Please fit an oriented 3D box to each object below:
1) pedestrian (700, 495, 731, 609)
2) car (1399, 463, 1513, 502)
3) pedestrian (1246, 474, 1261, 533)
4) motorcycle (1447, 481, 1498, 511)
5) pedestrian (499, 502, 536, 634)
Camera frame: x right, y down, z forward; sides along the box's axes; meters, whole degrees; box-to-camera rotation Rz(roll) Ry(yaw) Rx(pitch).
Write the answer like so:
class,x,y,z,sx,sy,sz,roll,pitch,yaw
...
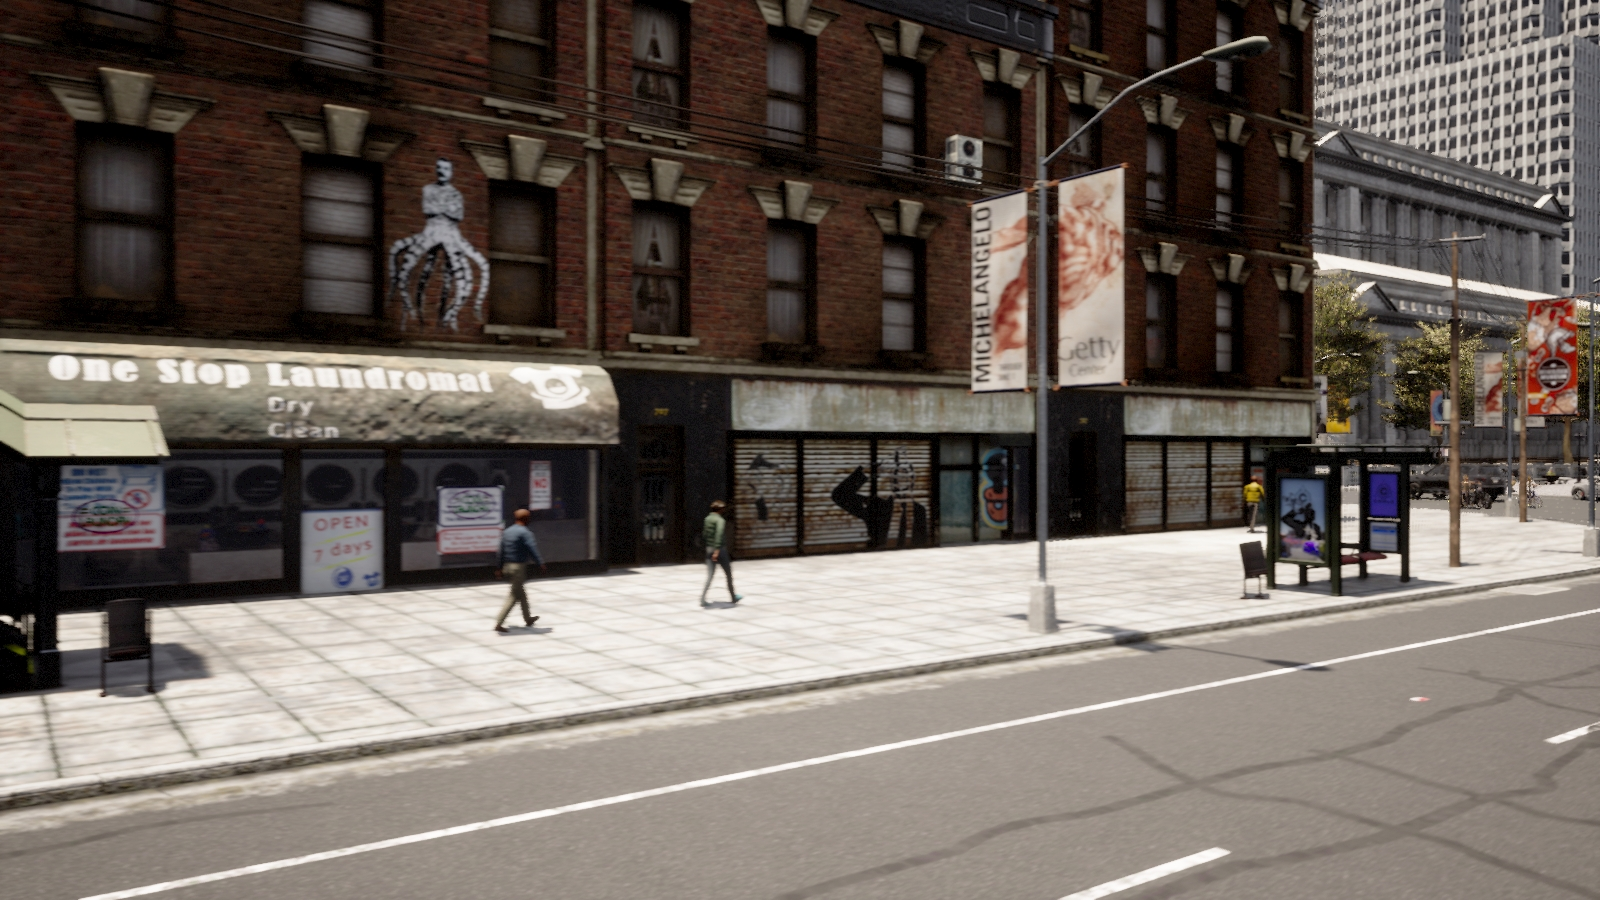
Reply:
class,x,y,z,sx,sy,sz,roll,pitch,yaw
pedestrian,-1.422,1.696,19.185,0.375,1.860,0.375,0,0,-44
car,36.708,1.779,64.144,2.150,2.045,5.566,0,0,-18
pedestrian,14.437,1.696,36.380,0.375,1.860,0.375,0,0,35
motorcycle,31.938,2.170,54.305,0.764,1.277,2.356,-1,0,-9
pedestrian,-4.093,1.696,16.550,0.375,1.860,0.375,0,0,36
